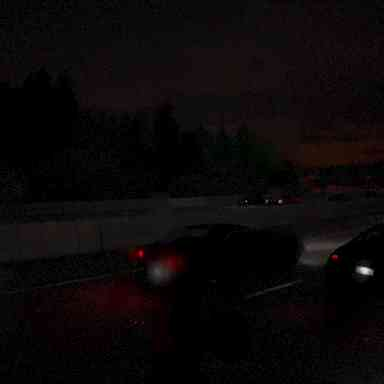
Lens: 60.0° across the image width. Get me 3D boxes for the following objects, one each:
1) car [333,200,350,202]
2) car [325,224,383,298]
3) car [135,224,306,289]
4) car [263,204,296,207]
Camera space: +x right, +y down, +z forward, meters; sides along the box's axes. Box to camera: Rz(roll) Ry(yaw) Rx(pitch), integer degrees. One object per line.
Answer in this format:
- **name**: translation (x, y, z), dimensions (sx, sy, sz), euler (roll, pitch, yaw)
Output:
- **car**: translation (16.072, 1.035, 36.496), dimensions (1.994, 1.385, 4.181), euler (0, 1, 45)
- **car**: translation (4.877, 1.435, 7.557), dimensions (4.181, 1.385, 1.994), euler (-1, 1, -38)
- **car**: translation (0.986, 1.512, 8.974), dimensions (4.718, 1.301, 1.895), euler (-1, 1, -38)
- **car**: translation (9.621, 0.924, 34.991), dimensions (4.553, 1.767, 2.097), euler (-1, 0, -44)
